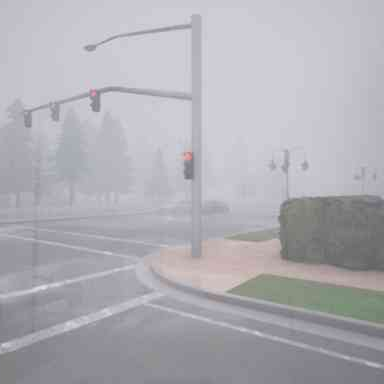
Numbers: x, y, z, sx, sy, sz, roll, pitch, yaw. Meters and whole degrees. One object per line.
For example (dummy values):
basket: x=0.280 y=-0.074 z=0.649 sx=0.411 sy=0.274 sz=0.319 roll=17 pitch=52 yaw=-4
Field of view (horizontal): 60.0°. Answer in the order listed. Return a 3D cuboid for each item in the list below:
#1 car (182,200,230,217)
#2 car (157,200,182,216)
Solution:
car: x=1.721 y=1.499 z=31.679 sx=2.128 sy=1.511 sz=4.902 roll=0 pitch=0 yaw=39
car: x=-1.453 y=1.536 z=33.296 sx=1.812 sy=1.442 sz=4.674 roll=0 pitch=0 yaw=38
